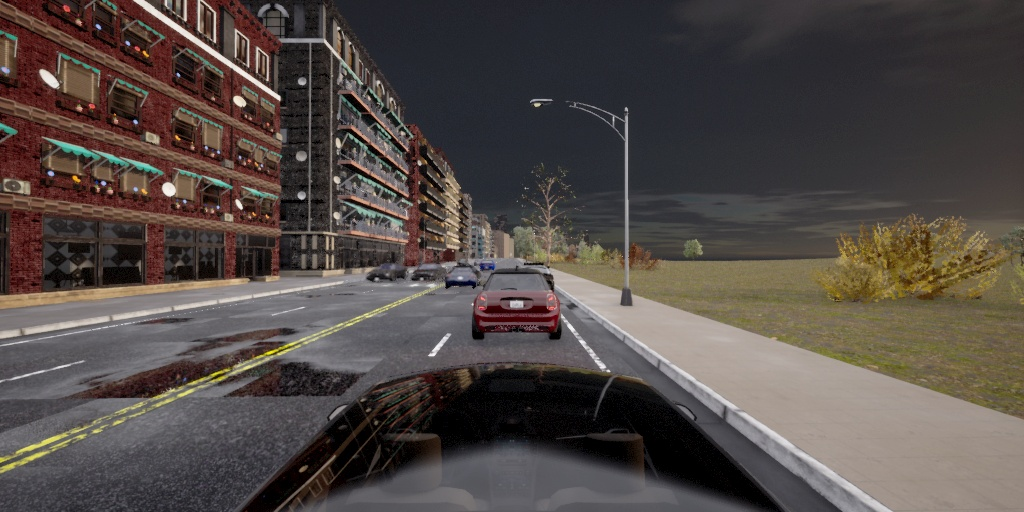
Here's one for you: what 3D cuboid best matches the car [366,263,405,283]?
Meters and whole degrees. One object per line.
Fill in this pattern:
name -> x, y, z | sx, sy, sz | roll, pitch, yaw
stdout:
car -> -9.789, 1.299, 28.644 | 2.033, 1.411, 5.357 | 0, 0, 0

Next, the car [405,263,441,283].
car -> -6.540, 1.299, 28.667 | 2.033, 1.411, 5.357 | 0, 0, 0

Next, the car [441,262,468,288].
car -> -3.101, 1.316, 23.509 | 1.994, 1.385, 4.181 | 0, 0, 0

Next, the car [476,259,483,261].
car -> -3.049, 1.229, 45.534 | 1.882, 1.535, 5.008 | 0, -1, 0

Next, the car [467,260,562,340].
car -> 0.114, 1.103, 10.170 | 2.097, 1.767, 4.553 | 0, 0, 0

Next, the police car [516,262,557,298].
police car -> 1.177, 1.177, 19.666 | 1.930, 1.638, 5.238 | 0, 0, 0
